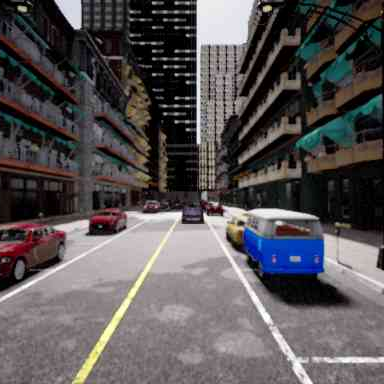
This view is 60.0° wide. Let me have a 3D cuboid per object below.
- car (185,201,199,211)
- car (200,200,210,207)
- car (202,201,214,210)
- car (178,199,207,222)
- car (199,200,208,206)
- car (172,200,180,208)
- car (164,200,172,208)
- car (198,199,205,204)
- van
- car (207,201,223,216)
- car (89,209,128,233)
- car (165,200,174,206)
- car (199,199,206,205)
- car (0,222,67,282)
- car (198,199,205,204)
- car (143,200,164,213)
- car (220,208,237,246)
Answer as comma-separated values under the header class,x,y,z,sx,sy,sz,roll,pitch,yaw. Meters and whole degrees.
class,x,y,z,sx,sy,sz,roll,pitch,yaw
car,0.013,2.156,53.455,2.033,1.411,5.357,0,-1,0
car,2.585,2.358,67.027,1.802,1.307,4.206,0,-1,0
car,2.583,2.217,55.649,1.802,1.307,4.206,0,-1,0
car,0.071,1.760,30.405,2.033,1.649,4.856,0,-1,0
car,2.587,2.488,78.406,1.947,1.339,4.313,0,-1,0
car,-2.758,2.257,63.131,1.812,1.442,4.674,0,-1,1
car,-5.296,2.146,61.334,1.967,1.590,4.097,0,-1,0
car,2.589,2.620,89.783,1.887,1.381,4.507,0,-1,0
van,2.575,1.453,10.137,1.690,1.788,3.998,0,-1,0
car,2.580,1.871,38.582,1.967,1.590,4.097,0,-1,0
car,-5.304,1.782,21.506,1.887,1.381,4.507,0,-1,0
car,-5.293,2.489,78.401,1.947,1.339,4.313,0,-1,0
car,2.588,2.526,84.266,1.752,1.417,4.829,0,-1,0
car,-5.307,1.657,10.127,1.887,1.381,4.507,0,-1,0
car,2.590,2.699,95.473,1.887,1.381,4.507,0,-1,0
car,-5.299,1.939,44.265,1.967,1.590,4.097,0,-1,0
car,2.575,1.701,15.995,1.752,1.417,4.829,0,-1,0
